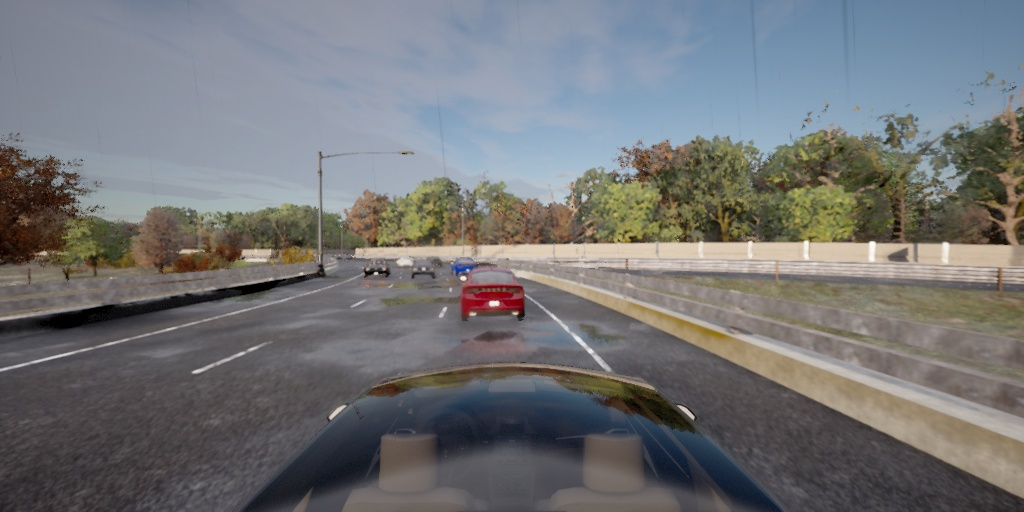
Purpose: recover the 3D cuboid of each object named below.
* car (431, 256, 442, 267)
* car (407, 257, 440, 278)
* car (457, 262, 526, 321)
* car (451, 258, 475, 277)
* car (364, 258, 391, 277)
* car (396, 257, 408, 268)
[{"bbox_3d":[-10.908,0.786,49.171,1.837,1.490,4.892,0,1,-25],"label":"car"},{"bbox_3d":[-7.353,1.025,29.558,2.033,1.411,5.357,0,1,-16],"label":"car"},{"bbox_3d":[-0.718,1.118,12.126,1.882,1.535,5.008,0,0,-6],"label":"car"},{"bbox_3d":[-4.125,0.931,30.745,1.882,1.535,5.008,0,1,-15],"label":"car"},{"bbox_3d":[-11.421,1.081,30.643,1.895,1.301,4.718,0,1,-16],"label":"car"},{"bbox_3d":[-14.601,0.822,48.799,1.812,1.442,4.674,0,1,-26],"label":"car"}]
